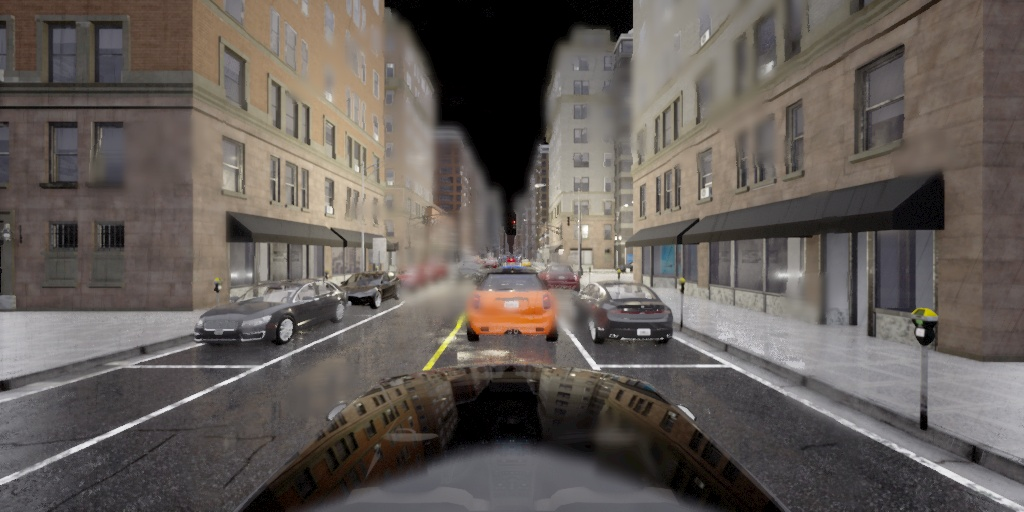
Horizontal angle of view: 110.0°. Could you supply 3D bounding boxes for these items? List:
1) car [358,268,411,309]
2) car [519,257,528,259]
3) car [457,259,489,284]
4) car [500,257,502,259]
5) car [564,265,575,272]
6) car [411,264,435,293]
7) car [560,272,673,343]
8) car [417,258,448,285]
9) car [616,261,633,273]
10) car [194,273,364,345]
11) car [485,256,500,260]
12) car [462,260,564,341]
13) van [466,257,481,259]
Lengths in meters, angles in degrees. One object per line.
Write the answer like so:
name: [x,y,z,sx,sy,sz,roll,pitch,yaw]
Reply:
car: [-5.878,1.313,14.899,1.948,1.339,4.313,0,0,0]
car: [2.562,1.253,64.294,1.751,1.417,4.829,0,0,0]
car: [-2.920,1.248,26.924,1.837,1.490,4.892,1,0,1]
car: [-3.171,1.255,62.824,1.812,1.442,4.674,0,0,0]
car: [2.638,1.185,20.463,1.967,1.591,4.097,0,0,0]
car: [-5.888,1.328,20.423,1.802,1.307,4.207,0,0,0]
car: [2.657,1.299,9.413,2.007,1.370,4.403,0,0,0]
car: [-5.897,1.059,25.946,2.192,1.841,5.009,0,0,0]
car: [14.499,1.234,41.108,4.892,1.490,1.837,0,0,1]
car: [-5.869,1.299,9.375,2.007,1.370,4.403,0,0,0]
car: [-3.174,1.211,53.481,1.882,1.535,5.008,0,0,0]
car: [0.007,1.100,9.996,2.097,1.767,4.553,0,0,0]
van: [-5.944,1.074,52.894,1.690,1.789,3.998,0,0,0]
